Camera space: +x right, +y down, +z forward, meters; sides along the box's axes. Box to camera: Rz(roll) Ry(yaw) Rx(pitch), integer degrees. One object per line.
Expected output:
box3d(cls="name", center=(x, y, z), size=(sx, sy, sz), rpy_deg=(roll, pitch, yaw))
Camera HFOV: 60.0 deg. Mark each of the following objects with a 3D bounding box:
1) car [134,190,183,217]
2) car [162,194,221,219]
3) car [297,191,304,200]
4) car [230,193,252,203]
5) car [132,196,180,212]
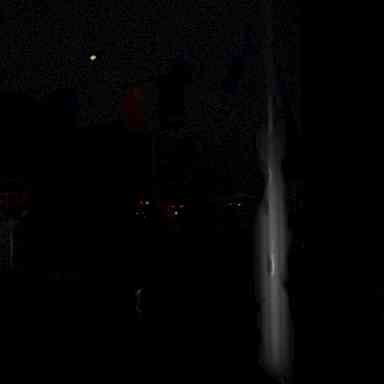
box3d(cls="car", center=(-1.759, 0.877, 26.780), size=(2.150, 2.045, 5.566), rpy_deg=(-1, 0, 35))
box3d(cls="car", center=(0.317, 1.104, 24.030), size=(1.837, 1.490, 4.892), rpy_deg=(-2, 0, 35))
box3d(cls="car", center=(19.655, 0.525, 57.409), size=(2.128, 1.511, 4.902), rpy_deg=(-1, 0, 35))
box3d(cls="car", center=(7.649, 0.932, 51.747), size=(1.812, 1.442, 4.674), rpy_deg=(-1, 0, 35))
box3d(cls="car", center=(-3.781, 1.259, 35.568), size=(2.033, 1.411, 5.357), rpy_deg=(-1, 0, 35))
